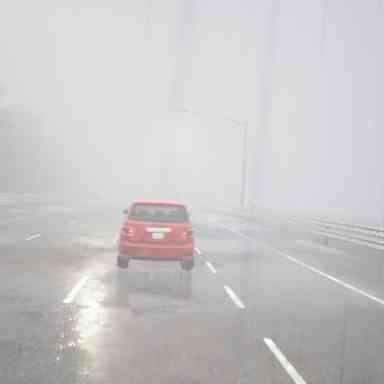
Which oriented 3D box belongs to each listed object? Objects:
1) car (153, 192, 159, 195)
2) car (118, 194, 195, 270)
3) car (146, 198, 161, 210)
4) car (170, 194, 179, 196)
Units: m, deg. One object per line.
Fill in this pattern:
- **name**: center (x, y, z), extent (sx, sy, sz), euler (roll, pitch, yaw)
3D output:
- **car**: center (-9.604, 1.504, 82.928), extent (1.812, 1.442, 4.674), euler (3, 0, -6)
- **car**: center (-1.210, 1.242, 11.365), extent (2.150, 2.045, 5.566), euler (3, 0, -7)
- **car**: center (-5.465, 1.639, 46.733), extent (1.895, 1.301, 4.718), euler (3, 0, -7)
- **car**: center (-3.313, 1.456, 59.442), extent (2.150, 2.045, 5.566), euler (3, -1, -7)
